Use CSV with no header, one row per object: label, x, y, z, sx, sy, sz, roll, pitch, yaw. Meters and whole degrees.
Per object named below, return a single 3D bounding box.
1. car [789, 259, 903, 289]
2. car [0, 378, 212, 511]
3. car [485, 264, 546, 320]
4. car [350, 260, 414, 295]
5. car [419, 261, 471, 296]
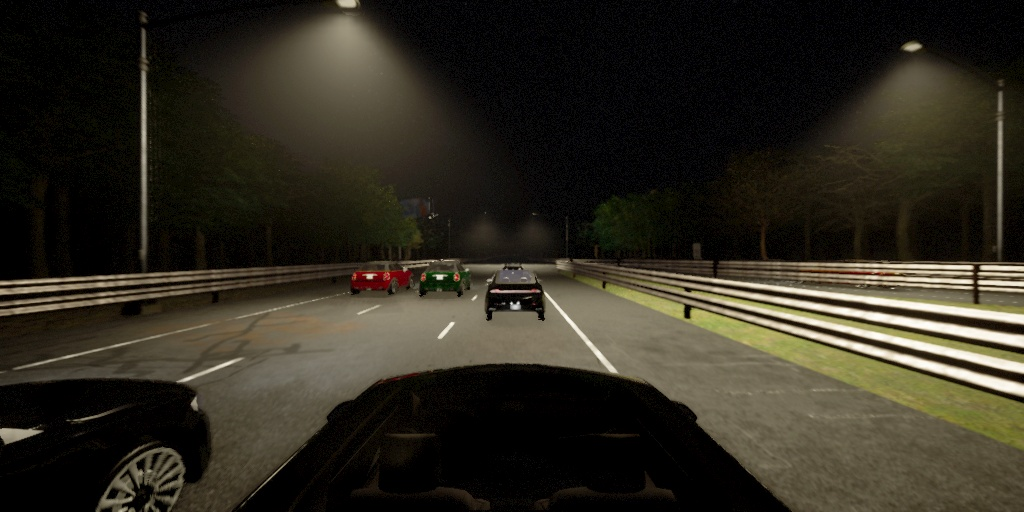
car,17.850,0.927,19.497,2.163,1.488,4.792,0,0,-17
car,-3.400,1.241,0.953,2.128,1.511,4.902,0,0,0
car,0.100,1.217,12.550,2.128,1.511,4.902,0,0,0
car,-6.900,1.061,19.527,2.097,1.767,4.553,0,0,0
car,-3.400,1.062,19.023,2.097,1.767,4.553,0,0,0
